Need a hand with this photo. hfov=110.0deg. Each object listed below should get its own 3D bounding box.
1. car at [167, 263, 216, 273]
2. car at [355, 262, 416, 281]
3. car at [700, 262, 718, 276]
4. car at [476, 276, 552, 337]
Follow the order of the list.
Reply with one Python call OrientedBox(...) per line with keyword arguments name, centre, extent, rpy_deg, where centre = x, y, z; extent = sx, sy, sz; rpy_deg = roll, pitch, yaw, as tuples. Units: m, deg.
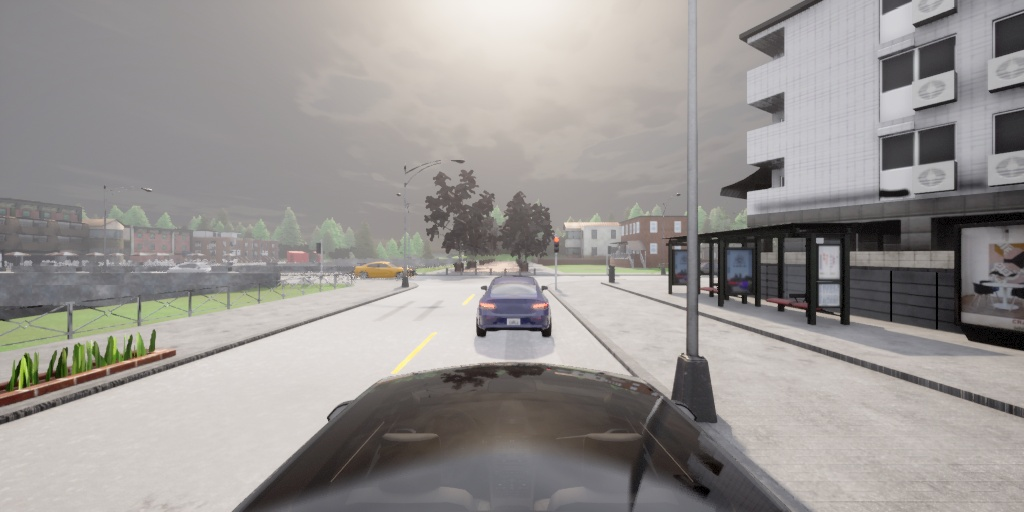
OrientedBox(name="car", centre=(-26.419, 1.275, 30.378), extent=(4.674, 1.442, 1.812), rpy_deg=(0, 0, 0))
OrientedBox(name="car", centre=(-10.588, 1.227, 30.117), extent=(5.008, 1.535, 1.882), rpy_deg=(0, 0, 6))
OrientedBox(name="car", centre=(18.904, 1.297, 34.431), extent=(5.357, 1.411, 2.033), rpy_deg=(0, 0, 0))
OrientedBox(name="car", centre=(0.063, 1.276, 10.161), extent=(1.812, 1.442, 4.674), rpy_deg=(0, 0, 1))
